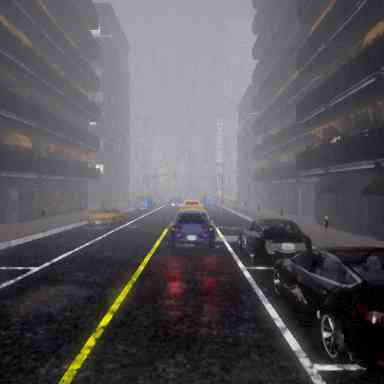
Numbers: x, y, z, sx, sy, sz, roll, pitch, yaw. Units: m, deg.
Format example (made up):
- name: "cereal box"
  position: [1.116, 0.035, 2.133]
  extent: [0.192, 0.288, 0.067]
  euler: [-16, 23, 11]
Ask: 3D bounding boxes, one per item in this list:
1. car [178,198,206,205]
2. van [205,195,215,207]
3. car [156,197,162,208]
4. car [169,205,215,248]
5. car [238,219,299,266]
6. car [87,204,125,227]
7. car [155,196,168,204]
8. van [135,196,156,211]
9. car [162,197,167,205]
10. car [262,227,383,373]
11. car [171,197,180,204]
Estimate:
- name: "car"
  position: [0.000, 1.479, 29.654]
  extent: [1.882, 1.535, 5.008]
  euler: [0, 0, 0]
- name: "van"
  position: [2.676, 1.335, 50.975]
  extent: [1.690, 1.788, 3.998]
  euler: [-1, 0, 0]
- name: "car"
  position: [-5.701, 1.544, 45.346]
  extent: [2.008, 1.369, 4.403]
  euler: [-1, 0, 0]
- name: "car"
  position: [0.000, 1.528, 14.652]
  extent: [1.812, 1.442, 4.674]
  euler: [0, 0, 0]
- name: "car"
  position: [2.679, 1.560, 11.330]
  extent: [1.947, 1.339, 4.313]
  euler: [-1, 0, 0]
- name: "car"
  position: [-5.701, 1.518, 22.521]
  extent: [1.752, 1.417, 4.829]
  euler: [-1, 0, 0]
- name: "car"
  position: [-5.701, 1.546, 62.338]
  extent: [2.008, 1.369, 4.403]
  euler: [-1, 0, 0]
- name: "van"
  position: [-5.704, 1.334, 39.683]
  extent: [1.690, 1.788, 3.998]
  euler: [-1, 0, 0]
- name: "car"
  position: [-5.701, 1.520, 56.504]
  extent: [1.752, 1.417, 4.829]
  euler: [-1, 0, 0]
- name: "car"
  position: [2.679, 1.561, 5.666]
  extent: [1.947, 1.339, 4.313]
  euler: [-1, 0, 0]
- name: "car"
  position: [-3.000, 1.597, 65.657]
  extent: [1.994, 1.385, 4.181]
  euler: [0, 0, 0]
